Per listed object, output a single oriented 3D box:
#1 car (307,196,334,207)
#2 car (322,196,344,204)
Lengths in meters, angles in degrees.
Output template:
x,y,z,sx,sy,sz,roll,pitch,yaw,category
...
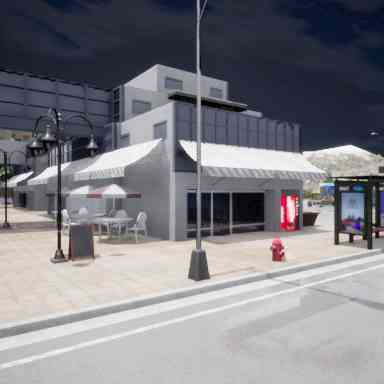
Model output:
x,y,z,sx,sy,sz,roll,pitch,yaw,category
19.184,1.345,48.811,5.027,1.636,2.152,0,0,-36,car
28.470,1.490,66.923,4.514,1.523,2.007,0,0,-36,car
